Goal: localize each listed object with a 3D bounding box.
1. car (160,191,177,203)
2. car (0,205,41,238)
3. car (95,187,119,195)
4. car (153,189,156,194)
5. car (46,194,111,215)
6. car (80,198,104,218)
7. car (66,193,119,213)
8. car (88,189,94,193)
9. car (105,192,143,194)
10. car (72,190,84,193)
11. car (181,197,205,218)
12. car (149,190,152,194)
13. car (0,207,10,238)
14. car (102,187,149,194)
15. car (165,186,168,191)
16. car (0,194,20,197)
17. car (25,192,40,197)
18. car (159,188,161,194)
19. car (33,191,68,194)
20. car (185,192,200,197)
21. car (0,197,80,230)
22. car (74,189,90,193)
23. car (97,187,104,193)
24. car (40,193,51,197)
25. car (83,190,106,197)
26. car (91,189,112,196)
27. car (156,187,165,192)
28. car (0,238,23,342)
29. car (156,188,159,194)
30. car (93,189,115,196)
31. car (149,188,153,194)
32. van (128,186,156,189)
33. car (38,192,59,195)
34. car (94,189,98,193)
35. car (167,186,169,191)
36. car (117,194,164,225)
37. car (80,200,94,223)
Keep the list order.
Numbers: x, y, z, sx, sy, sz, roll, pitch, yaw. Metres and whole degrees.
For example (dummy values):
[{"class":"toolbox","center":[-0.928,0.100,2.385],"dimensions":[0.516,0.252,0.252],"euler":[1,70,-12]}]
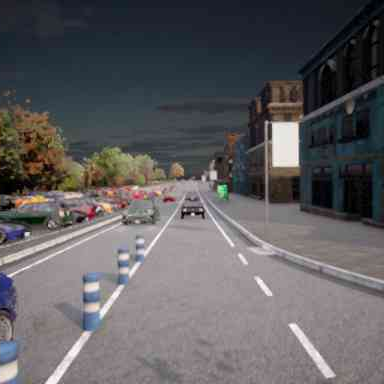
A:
[{"class":"car","center":[-3.320,0.976,49.823],"dimensions":[1.895,1.301,4.718],"euler":[-1,2,1]},{"class":"car","center":[-9.903,1.561,15.201],"dimensions":[4.792,1.488,2.163],"euler":[-1,0,1]},{"class":"car","center":[-22.376,-0.211,87.680],"dimensions":[5.566,2.045,2.435],"euler":[-1,2,0]},{"class":"car","center":[-9.560,0.701,59.769],"dimensions":[4.892,1.521,2.231],"euler":[-1,2,1]},{"class":"car","center":[-9.844,1.346,29.144],"dimensions":[4.553,1.767,2.185],"euler":[-1,1,1]},{"class":"car","center":[-9.864,1.530,26.359],"dimensions":[4.792,1.488,2.163],"euler":[-1,1,1]},{"class":"car","center":[-9.820,1.308,31.924],"dimensions":[4.553,1.767,2.185],"euler":[-1,1,1]},{"class":"car","center":[-22.591,0.735,65.419],"dimensions":[4.892,1.521,2.231],"euler":[-1,2,0]},{"class":"car","center":[-9.666,1.158,45.861],"dimensions":[4.674,1.452,2.002],"euler":[-1,2,1]},{"class":"car","center":[-22.633,0.944,59.853],"dimensions":[4.674,1.452,2.002],"euler":[-1,2,1]},{"class":"car","center":[0.069,1.385,27.579],"dimensions":[1.895,1.301,4.718],"euler":[-1,1,0]},{"class":"car","center":[-9.785,0.867,54.207],"dimensions":[5.366,1.575,1.946],"euler":[-1,2,1]},{"class":"car","center":[-9.951,1.515,12.422],"dimensions":[4.892,1.521,2.231],"euler":[-1,0,1]},{"class":"car","center":[-9.678,0.783,48.635],"dimensions":[5.566,2.045,2.435],"euler":[-1,2,1]},{"class":"car","center":[-9.324,-0.123,87.591],"dimensions":[4.674,1.452,2.002],"euler":[-1,2,1]},{"class":"car","center":[-22.851,1.287,37.441],"dimensions":[5.566,2.045,2.435],"euler":[-1,1,1]},{"class":"car","center":[-22.805,1.279,43.023],"dimensions":[4.553,1.767,2.185],"euler":[-1,1,1]},{"class":"car","center":[-9.478,0.445,68.115],"dimensions":[5.008,1.535,2.097],"euler":[-1,2,1]},{"class":"car","center":[-22.677,0.903,51.493],"dimensions":[5.566,2.045,2.435],"euler":[-1,2,1]},{"class":"car","center":[0.068,0.787,45.763],"dimensions":[2.097,1.767,4.553],"euler":[-1,2,0]},{"class":"car","center":[-9.855,1.407,20.782],"dimensions":[4.553,1.767,2.185],"euler":[-1,0,1]},{"class":"car","center":[-22.613,0.819,62.635],"dimensions":[5.008,1.535,2.097],"euler":[-1,2,1]},{"class":"car","center":[-22.514,0.313,70.979],"dimensions":[5.566,2.045,2.435],"euler":[-1,2,1]},{"class":"car","center":[-22.743,1.326,45.810],"dimensions":[5.008,1.535,2.097],"euler":[-1,2,1]},{"class":"car","center":[-22.494,0.431,76.554],"dimensions":[4.674,1.452,2.002],"euler":[-1,2,1]},{"class":"car","center":[-22.416,0.091,82.115],"dimensions":[4.553,1.767,2.185],"euler":[-1,2,1]},{"class":"car","center":[-9.252,0.268,73.678],"dimensions":[5.366,1.575,1.946],"euler":[-1,2,1]},{"class":"car","center":[-3.369,1.529,2.991],"dimensions":[1.812,1.442,4.674],"euler":[-1,0,0]},{"class":"car","center":[-9.512,0.530,65.334],"dimensions":[5.008,1.535,2.097],"euler":[-1,2,1]},{"class":"car","center":[-22.427,0.129,84.903],"dimensions":[5.008,1.535,2.097],"euler":[-1,2,1]},{"class":"car","center":[-9.548,0.661,56.859],"dimensions":[4.553,1.767,2.185],"euler":[-1,2,1]},{"class":"van","center":[-9.650,0.391,62.546],"dimensions":[4.442,1.987,1.878],"euler":[-1,2,1]},{"class":"car","center":[-22.910,1.238,48.719],"dimensions":[5.366,1.575,1.946],"euler":[-1,2,1]},{"class":"car","center":[-22.590,0.679,68.202],"dimensions":[4.792,1.488,2.163],"euler":[-1,2,1]},{"class":"car","center":[-9.269,-0.377,90.366],"dimensions":[4.553,1.767,2.185],"euler":[-1,2,1]},{"class":"car","center":[-3.379,1.238,22.777],"dimensions":[2.097,1.767,4.553],"euler":[-1,0,0]},{"class":"car","center":[-9.830,1.550,23.571],"dimensions":[4.792,1.488,2.163],"euler":[-1,0,1]}]
